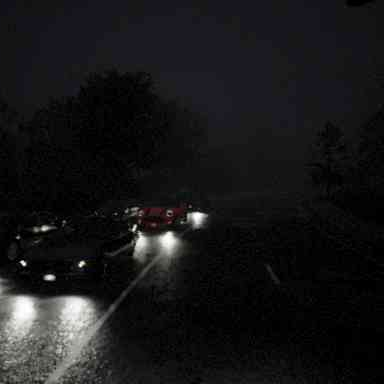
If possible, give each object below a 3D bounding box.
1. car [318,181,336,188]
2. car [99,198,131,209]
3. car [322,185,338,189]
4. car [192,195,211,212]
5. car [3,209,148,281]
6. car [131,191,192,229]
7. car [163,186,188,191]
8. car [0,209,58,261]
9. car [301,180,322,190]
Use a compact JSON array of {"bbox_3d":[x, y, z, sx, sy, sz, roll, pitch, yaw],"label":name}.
[{"bbox_3d":[32.462,-1.722,79.798,2.033,1.411,5.357,-1,2,44],"label":"car"},{"bbox_3d":[-4.750,1.173,22.191,1.837,1.490,4.892,0,2,11],"label":"car"},{"bbox_3d":[30.132,-1.412,71.973,1.812,1.442,4.674,-1,2,42],"label":"car"},{"bbox_3d":[0.345,0.926,29.023,1.994,1.385,4.181,0,3,15],"label":"car"},{"bbox_3d":[-2.989,1.502,10.098,2.033,1.411,5.357,0,1,5],"label":"car"},{"bbox_3d":[-1.634,1.082,19.710,2.097,1.767,4.553,0,2,10],"label":"car"},{"bbox_3d":[-1.881,0.416,34.140,2.150,2.045,5.566,0,3,16],"label":"car"},{"bbox_3d":[-6.279,1.434,11.893,1.837,1.490,4.892,0,1,6],"label":"car"},{"bbox_3d":[25.461,-1.533,71.774,2.150,2.045,5.566,-1,2,40],"label":"car"}]
